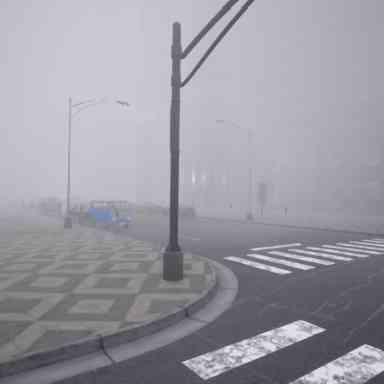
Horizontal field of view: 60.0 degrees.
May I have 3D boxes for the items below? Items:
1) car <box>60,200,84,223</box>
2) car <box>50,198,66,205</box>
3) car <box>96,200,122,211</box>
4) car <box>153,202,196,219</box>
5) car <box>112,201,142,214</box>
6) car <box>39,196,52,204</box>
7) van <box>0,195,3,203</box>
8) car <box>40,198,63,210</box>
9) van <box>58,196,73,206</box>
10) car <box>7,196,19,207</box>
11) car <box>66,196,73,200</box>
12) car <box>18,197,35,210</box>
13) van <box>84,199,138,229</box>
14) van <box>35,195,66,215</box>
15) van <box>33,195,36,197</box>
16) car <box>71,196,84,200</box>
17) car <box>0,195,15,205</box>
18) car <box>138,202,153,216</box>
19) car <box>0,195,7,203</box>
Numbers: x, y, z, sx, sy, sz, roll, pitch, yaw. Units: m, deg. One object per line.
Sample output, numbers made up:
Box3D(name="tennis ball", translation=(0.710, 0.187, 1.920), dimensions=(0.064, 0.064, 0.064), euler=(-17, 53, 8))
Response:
Box3D(name="car", translation=(-8.447, 1.559, 25.753), dimensions=(1.887, 1.381, 4.507), euler=(1, -1, -35))
Box3D(name="car", translation=(-26.969, 1.887, 66.768), dimensions=(2.008, 1.369, 4.403), euler=(1, -1, -35))
Box3D(name="car", translation=(-11.117, 1.755, 44.348), dimensions=(1.752, 1.417, 4.829), euler=(1, -1, -35))
Box3D(name="car", translation=(-1.450, 1.710, 30.675), dimensions=(1.887, 1.381, 4.507), euler=(1, -1, -35))
Box3D(name="car", translation=(-7.830, 1.752, 39.698), dimensions=(1.887, 1.381, 4.507), euler=(1, -1, -35))
Box3D(name="car", translation=(-33.348, 1.819, 75.793), dimensions=(1.967, 1.590, 4.097), euler=(1, -1, -35))
Box3D(name="van", translation=(-46.698, 1.613, 79.905), dimensions=(1.690, 1.788, 3.998), euler=(1, -1, -35))
Box3D(name="car", translation=(-19.708, 1.658, 46.504), dimensions=(1.837, 1.490, 4.892), euler=(1, -1, -35))
Box3D(name="van", translation=(-23.777, 1.655, 62.258), dimensions=(1.690, 1.788, 3.998), euler=(1, -1, -35))
Box3D(name="car", translation=(-27.573, 1.693, 52.828), dimensions=(2.008, 1.369, 4.403), euler=(1, -1, -35))
Box3D(name="car", translation=(-20.587, 1.608, 57.747), dimensions=(2.192, 1.841, 5.009), euler=(1, -1, -35))
Box3D(name="car", translation=(-21.198, 1.681, 43.803), dimensions=(1.802, 1.307, 4.206), euler=(1, -1, -35))
Box3D(name="van", translation=(-5.257, 1.336, 21.243), dimensions=(1.690, 1.788, 3.998), euler=(1, -1, -35))
Box3D(name="van", translation=(-14.820, 1.398, 34.780), dimensions=(1.690, 1.788, 3.998), euler=(1, -1, -35))
Box3D(name="van", translation=(-36.536, 1.742, 80.305), dimensions=(1.690, 1.788, 3.998), euler=(1, -1, -35))
Box3D(name="car", translation=(-17.399, 1.816, 53.233), dimensions=(1.887, 1.381, 4.507), euler=(1, -1, -35))
Box3D(name="car", translation=(-37.039, 1.731, 66.227), dimensions=(1.752, 1.417, 4.829), euler=(1, -1, -35))
Box3D(name="car", translation=(-4.640, 1.731, 35.186), dimensions=(1.887, 1.381, 4.507), euler=(1, -1, -35))
Box3D(name="car", translation=(-43.510, 1.565, 75.393), dimensions=(2.192, 1.841, 5.009), euler=(1, -1, -35))
